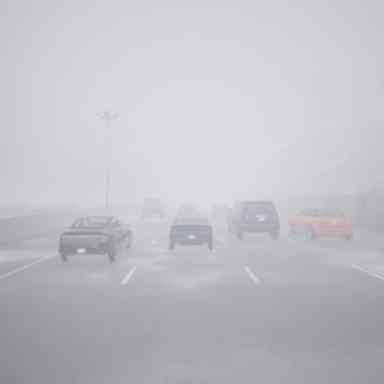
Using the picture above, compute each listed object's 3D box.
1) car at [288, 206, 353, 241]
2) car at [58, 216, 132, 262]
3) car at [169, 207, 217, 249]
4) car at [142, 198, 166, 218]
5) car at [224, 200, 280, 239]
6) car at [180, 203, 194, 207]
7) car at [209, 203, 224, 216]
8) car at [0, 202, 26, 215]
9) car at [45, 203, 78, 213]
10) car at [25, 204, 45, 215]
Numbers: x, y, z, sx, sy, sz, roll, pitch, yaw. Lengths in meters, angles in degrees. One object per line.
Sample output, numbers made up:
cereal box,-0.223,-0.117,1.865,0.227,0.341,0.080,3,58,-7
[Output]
car,6.875,1.594,18.349,2.097,1.767,4.553,0,-1,-1
car,-3.516,1.661,12.860,2.128,1.511,4.902,0,-1,-1
car,-0.070,1.686,15.820,1.882,1.535,5.008,0,-1,-1
car,-4.018,1.685,35.337,2.150,2.045,5.566,0,-1,-1
car,3.365,1.472,19.021,2.150,2.045,5.566,0,-1,-1
car,-0.538,1.980,36.195,1.837,1.490,4.892,0,-1,-1
car,2.966,1.965,36.081,2.128,1.511,4.902,0,-1,-1
car,-21.850,2.046,41.284,1.837,1.490,4.892,0,0,-1
car,-14.798,2.004,38.968,2.128,1.511,4.902,0,-1,-1
car,-18.357,2.144,41.397,1.895,1.301,4.718,0,-1,-1
